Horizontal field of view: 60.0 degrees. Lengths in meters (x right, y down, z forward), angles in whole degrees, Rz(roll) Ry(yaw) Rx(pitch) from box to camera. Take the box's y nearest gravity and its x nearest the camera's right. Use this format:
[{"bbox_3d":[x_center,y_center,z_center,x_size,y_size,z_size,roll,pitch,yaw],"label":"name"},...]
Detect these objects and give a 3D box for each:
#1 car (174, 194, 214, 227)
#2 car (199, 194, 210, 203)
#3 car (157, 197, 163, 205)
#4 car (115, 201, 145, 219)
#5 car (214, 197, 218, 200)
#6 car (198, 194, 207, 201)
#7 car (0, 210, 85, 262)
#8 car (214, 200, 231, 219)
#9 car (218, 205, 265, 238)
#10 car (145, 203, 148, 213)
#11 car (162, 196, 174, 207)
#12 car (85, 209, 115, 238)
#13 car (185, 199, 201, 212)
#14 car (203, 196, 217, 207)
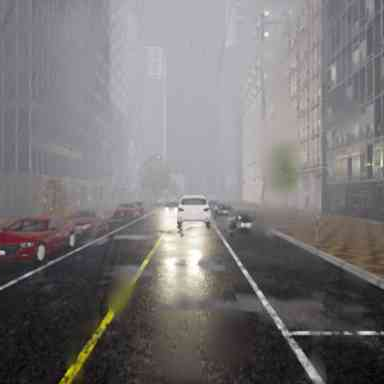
[{"bbox_3d":[0.110,1.264,23.116,2.150,2.045,5.566,0,0,0],"label":"car"},{"bbox_3d":[2.733,1.414,74.774,2.192,1.841,5.009,0,0,0],"label":"car"},{"bbox_3d":[-5.655,1.617,63.234,1.752,1.417,4.829,0,0,0],"label":"car"},{"bbox_3d":[-5.673,1.598,29.249,1.887,1.381,4.507,0,0,0],"label":"car"},{"bbox_3d":[2.714,1.636,40.620,1.947,1.339,4.313,0,0,0],"label":"car"},{"bbox_3d":[2.739,1.419,86.159,2.192,1.841,5.009,0,0,0],"label":"car"},{"bbox_3d":[-5.682,1.569,12.170,1.887,1.381,4.507,0,0,0],"label":"car"},{"bbox_3d":[2.708,1.620,29.236,1.947,1.339,4.313,0,0,0],"label":"car"},{"bbox_3d":[2.702,1.601,17.852,1.947,1.339,4.313,0,0,0],"label":"car"},{"bbox_3d":[-5.670,1.628,34.941,1.947,1.339,4.313,0,0,0],"label":"car"},{"bbox_3d":[-3.051,1.682,51.262,1.895,1.301,4.718,0,0,0],"label":"car"},{"bbox_3d":[-5.679,1.617,17.864,1.802,1.307,4.206,0,0,0],"label":"car"},{"bbox_3d":[0.130,1.596,41.389,1.812,1.442,4.674,0,0,0],"label":"car"},{"bbox_3d":[2.720,1.523,52.005,1.967,1.590,4.097,0,0,0],"label":"car"}]
